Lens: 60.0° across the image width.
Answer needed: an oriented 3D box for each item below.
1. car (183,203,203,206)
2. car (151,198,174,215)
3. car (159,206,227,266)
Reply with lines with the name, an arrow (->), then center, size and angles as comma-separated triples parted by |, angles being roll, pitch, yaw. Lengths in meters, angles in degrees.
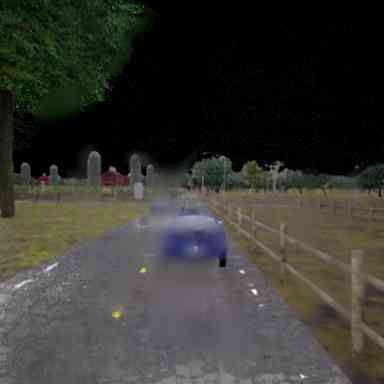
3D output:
car -> 0.078, 1.487, 25.242 | 1.895, 1.301, 4.718 | 0, 0, 0
car -> -2.811, 1.325, 32.385 | 1.882, 1.535, 5.008 | 0, 0, 0
car -> 0.077, 1.432, 11.377 | 1.882, 1.535, 5.008 | 0, -1, 0
